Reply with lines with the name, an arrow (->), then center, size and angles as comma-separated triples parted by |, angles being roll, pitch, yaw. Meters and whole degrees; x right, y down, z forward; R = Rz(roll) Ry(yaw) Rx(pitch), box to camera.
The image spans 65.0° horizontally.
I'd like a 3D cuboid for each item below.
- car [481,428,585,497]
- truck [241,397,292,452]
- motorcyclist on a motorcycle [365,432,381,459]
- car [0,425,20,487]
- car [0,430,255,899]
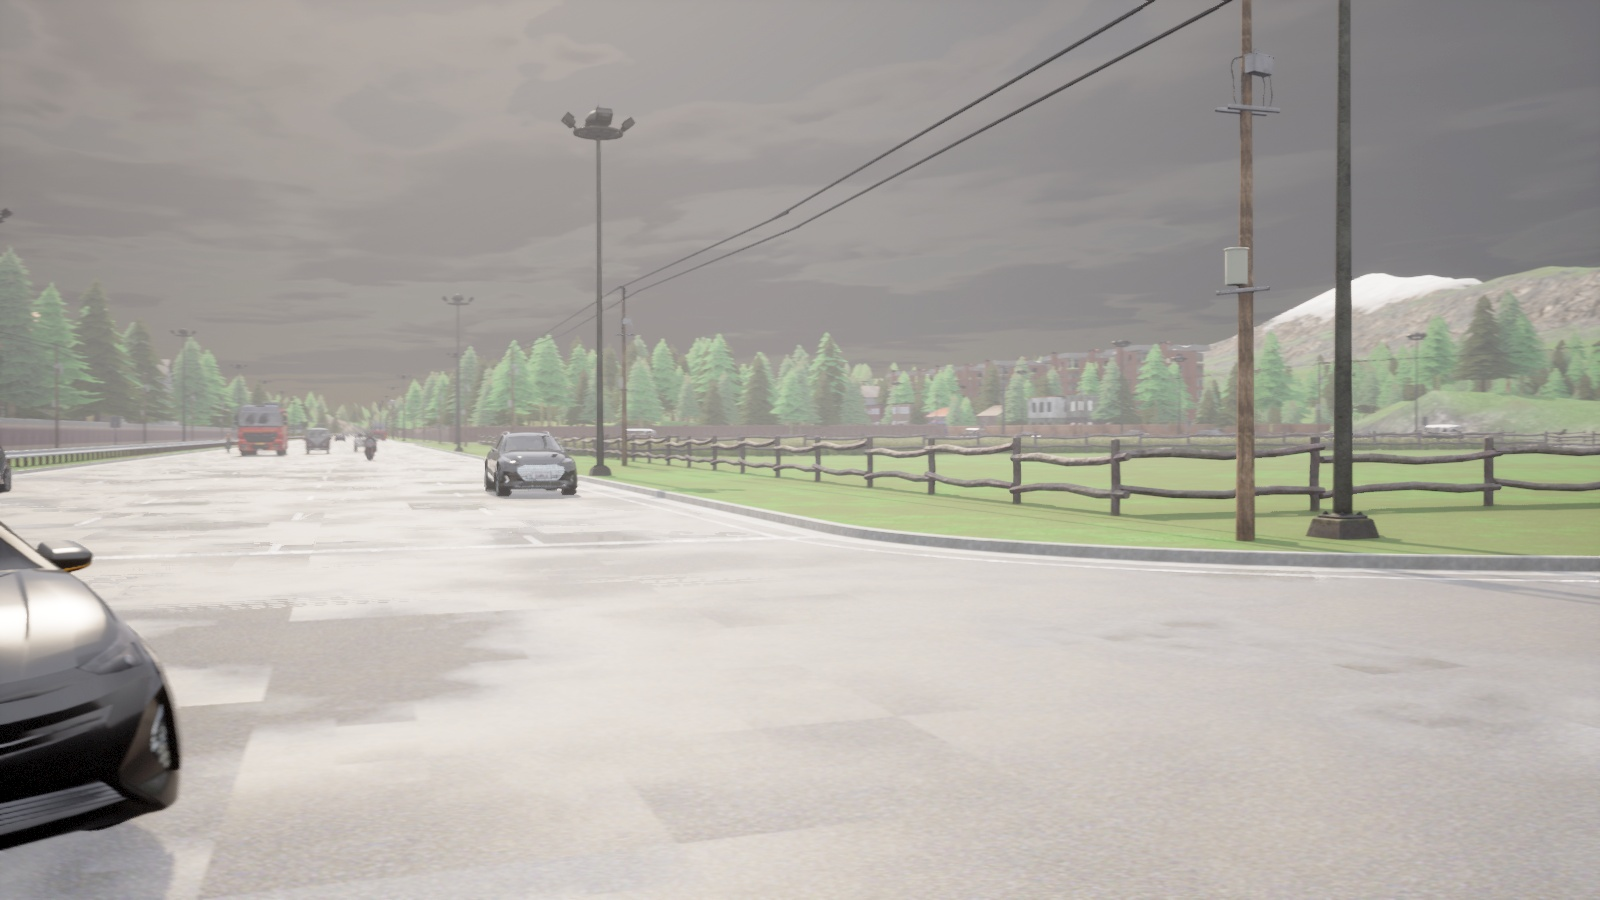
car -> -6.971, 0.258, 32.444 | 2.033, 1.649, 4.856 | 0, 1, -19
truck -> -38.409, -1.813, 90.632 | 2.891, 3.827, 8.468 | 0, 1, -19
motorcyclist on a motorcycle -> -24.294, -0.275, 71.442 | 0.866, 1.530, 2.191 | 0, 1, -19
car -> -21.881, 0.159, 32.679 | 1.851, 1.617, 3.988 | 0, 1, -19
car -> -4.432, 0.680, 5.213 | 4.514, 1.525, 2.007 | 1, 1, 37
